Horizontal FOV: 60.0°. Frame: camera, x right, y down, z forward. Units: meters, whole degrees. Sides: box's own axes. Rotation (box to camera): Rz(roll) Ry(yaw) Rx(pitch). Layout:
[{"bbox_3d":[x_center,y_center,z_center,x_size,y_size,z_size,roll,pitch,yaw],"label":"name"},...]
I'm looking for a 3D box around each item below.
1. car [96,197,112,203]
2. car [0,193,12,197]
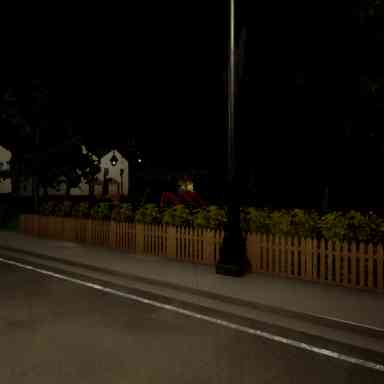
[{"bbox_3d":[-17.267,1.547,61.241,2.033,1.411,5.357,0,0,37],"label":"car"},{"bbox_3d":[-28.174,1.221,46.873,2.150,2.045,5.566,0,0,37],"label":"car"}]
